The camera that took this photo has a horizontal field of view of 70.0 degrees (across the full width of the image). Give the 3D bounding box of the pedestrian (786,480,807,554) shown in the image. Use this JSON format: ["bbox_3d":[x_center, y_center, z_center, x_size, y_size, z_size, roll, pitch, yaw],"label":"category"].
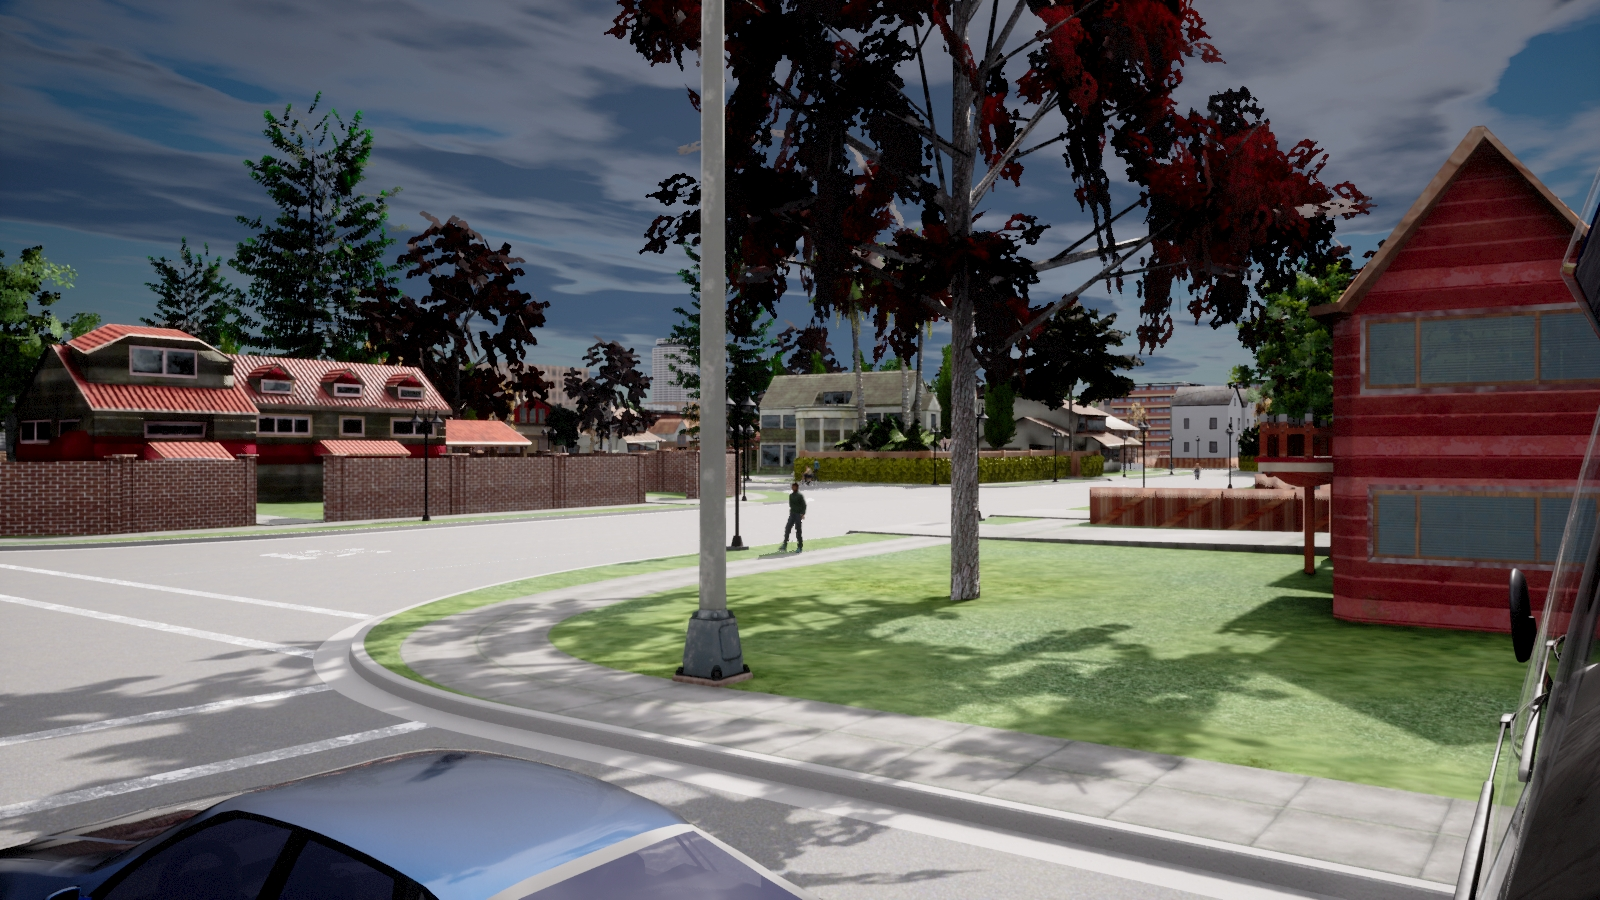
[{"bbox_3d":[-0.089,1.704,29.132,0.375,1.860,0.375,0,0,35],"label":"pedestrian"}]

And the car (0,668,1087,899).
[{"bbox_3d":[-1.713,2.106,4.943,5.357,1.411,2.033,0,0,36],"label":"car"}]

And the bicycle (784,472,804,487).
[{"bbox_3d":[-0.460,2.256,88.330,0.859,1.080,1.487,0,0,34],"label":"bicycle"}]
